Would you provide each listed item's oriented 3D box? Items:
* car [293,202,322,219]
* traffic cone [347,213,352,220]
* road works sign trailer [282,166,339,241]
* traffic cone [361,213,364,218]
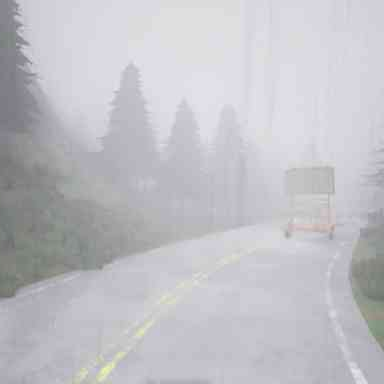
[{"bbox_3d":[10.873,1.708,31.307,1.812,1.442,4.674,-2,-1,32],"label":"car"},{"bbox_3d":[13.241,2.028,27.971,0.340,0.580,0.340,-2,-1,31],"label":"traffic cone"},{"bbox_3d":[6.082,0.513,17.077,2.380,3.560,2.880,-2,-1,31],"label":"road works sign trailer"},{"bbox_3d":[14.102,2.001,27.469,0.340,0.580,0.340,-2,-1,31],"label":"traffic cone"}]
